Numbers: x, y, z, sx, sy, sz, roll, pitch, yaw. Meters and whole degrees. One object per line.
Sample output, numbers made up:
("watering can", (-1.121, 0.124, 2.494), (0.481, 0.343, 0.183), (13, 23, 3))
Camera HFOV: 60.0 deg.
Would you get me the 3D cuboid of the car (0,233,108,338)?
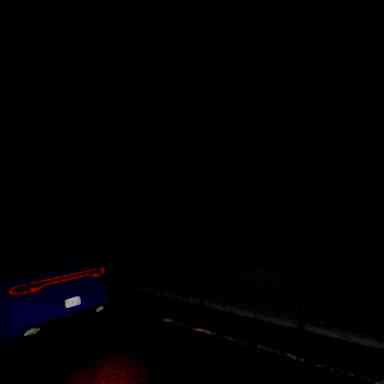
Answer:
("car", (-3.798, 1.557, 6.576), (5.008, 1.535, 1.882), (-1, -1, 37))
